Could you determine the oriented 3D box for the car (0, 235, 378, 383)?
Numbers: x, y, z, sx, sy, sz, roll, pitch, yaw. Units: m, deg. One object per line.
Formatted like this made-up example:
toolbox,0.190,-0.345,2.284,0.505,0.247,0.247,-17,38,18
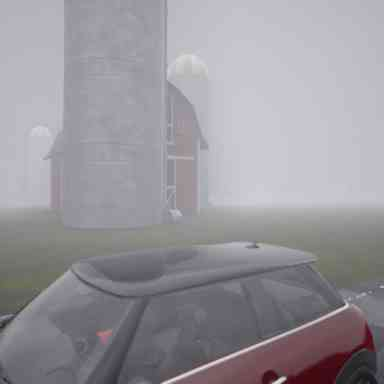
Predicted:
car,-0.480,1.344,2.720,4.553,1.767,2.097,0,0,-36
